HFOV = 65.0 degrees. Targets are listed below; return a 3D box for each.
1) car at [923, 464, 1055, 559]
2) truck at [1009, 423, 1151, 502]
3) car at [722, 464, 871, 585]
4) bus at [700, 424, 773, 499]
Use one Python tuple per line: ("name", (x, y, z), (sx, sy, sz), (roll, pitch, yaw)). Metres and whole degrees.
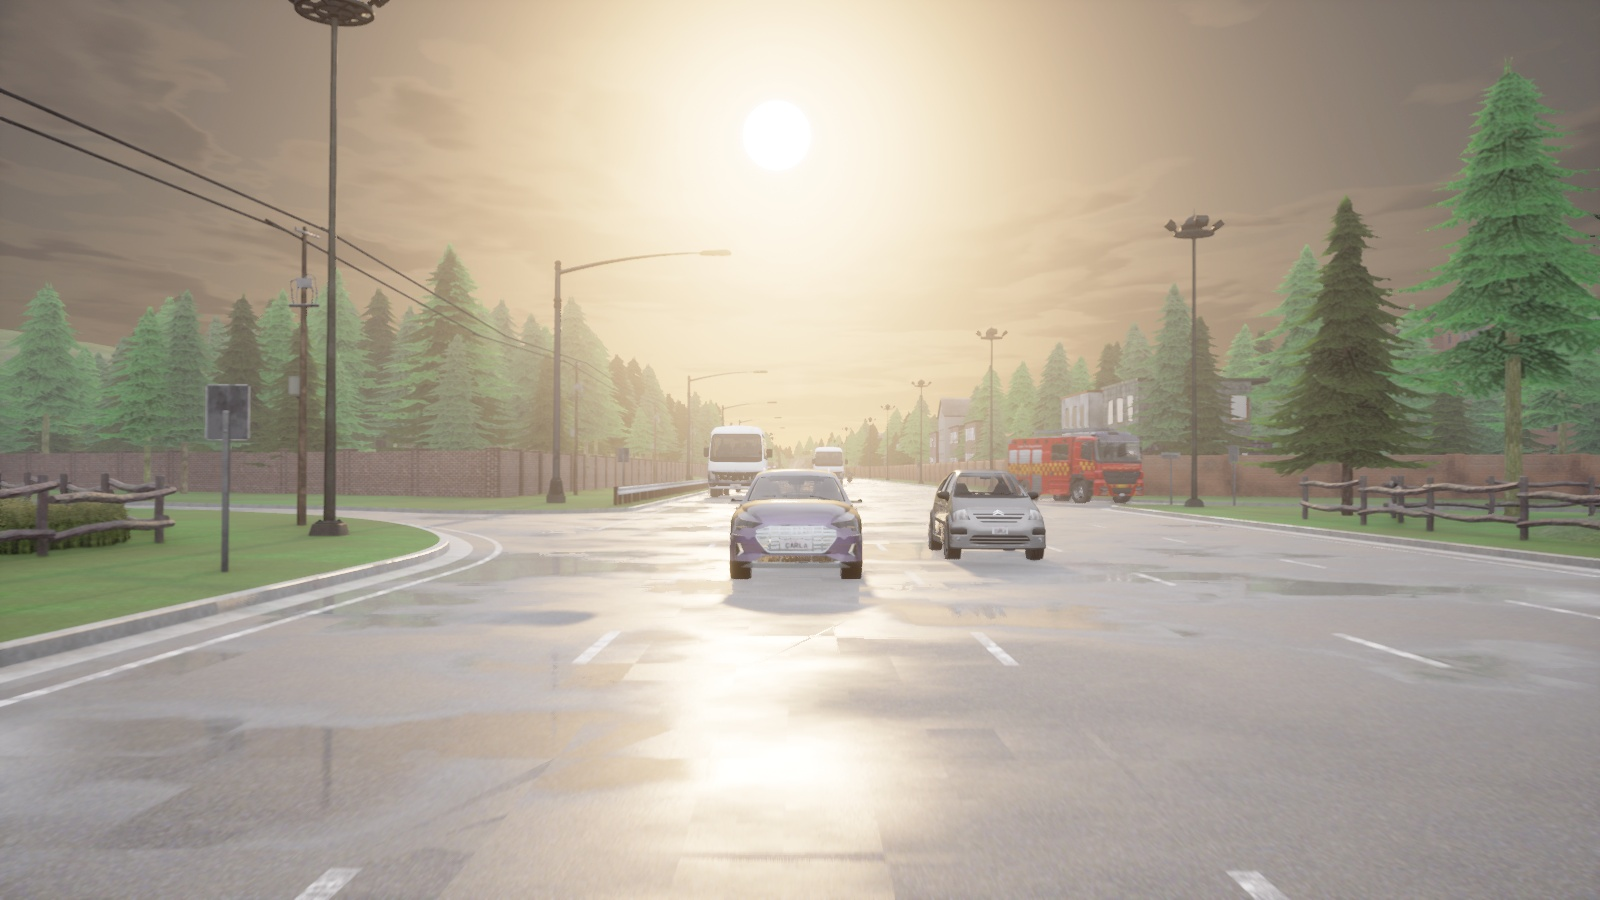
("car", (3.442, 1.093, 23.509), (1.851, 1.617, 3.988), (0, -1, 0))
("truck", (14.348, 0.683, 65.180), (2.891, 3.827, 8.468), (0, -1, -22))
("car", (-0.049, 1.074, 19.600), (2.033, 1.649, 4.856), (0, -1, 0))
("bus", (-3.694, 0.734, 76.566), (3.944, 4.253, 10.273), (0, -1, 0))
